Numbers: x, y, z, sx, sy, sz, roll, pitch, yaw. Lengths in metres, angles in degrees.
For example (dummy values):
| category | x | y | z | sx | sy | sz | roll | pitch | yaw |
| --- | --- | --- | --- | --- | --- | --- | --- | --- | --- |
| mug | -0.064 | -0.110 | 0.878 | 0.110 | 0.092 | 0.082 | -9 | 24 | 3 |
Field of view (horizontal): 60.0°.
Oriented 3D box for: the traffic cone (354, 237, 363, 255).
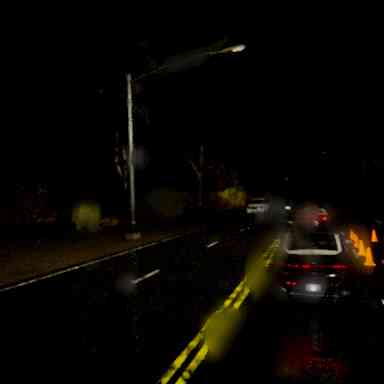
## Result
| category | x | y | z | sx | sy | sz | roll | pitch | yaw |
| --- | --- | --- | --- | --- | --- | --- | --- | --- | --- |
| traffic cone | 6.718 | 2.177 | 13.167 | 0.340 | 0.580 | 0.340 | -2 | -1 | 21 |

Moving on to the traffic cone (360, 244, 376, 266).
| category | x | y | z | sx | sy | sz | roll | pitch | yaw |
| --- | --- | --- | --- | --- | --- | --- | --- | --- | --- |
| traffic cone | 6.014 | 2.169 | 11.295 | 0.340 | 0.580 | 0.340 | -2 | -1 | 21 |

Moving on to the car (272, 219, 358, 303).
| category | x | y | z | sx | sy | sz | roll | pitch | yaw |
| --- | --- | --- | --- | --- | --- | --- | --- | --- | --- |
| car | 3.337 | 1.754 | 9.179 | 1.837 | 1.490 | 4.892 | -3 | -1 | 20 |

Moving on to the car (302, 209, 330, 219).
| category | x | y | z | sx | sy | sz | roll | pitch | yaw |
| --- | --- | --- | --- | --- | --- | --- | --- | --- | --- |
| car | 9.601 | 1.932 | 25.781 | 1.895 | 1.301 | 4.718 | -2 | -1 | 21 |

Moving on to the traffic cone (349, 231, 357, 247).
| category | x | y | z | sx | sy | sz | roll | pitch | yaw |
| --- | --- | --- | --- | --- | --- | --- | --- | --- | --- |
| traffic cone | 7.421 | 2.185 | 15.039 | 0.340 | 0.580 | 0.340 | -2 | -1 | 21 |

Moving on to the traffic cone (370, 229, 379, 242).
| category | x | y | z | sx | sy | sz | roll | pitch | yaw |
| --- | --- | --- | --- | --- | --- | --- | --- | --- | --- |
| traffic cone | 9.060 | 2.158 | 16.560 | 0.340 | 0.580 | 0.340 | -2 | -1 | 21 |

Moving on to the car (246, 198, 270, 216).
| category | x | y | z | sx | sy | sz | roll | pitch | yaw |
| --- | --- | --- | --- | --- | --- | --- | --- | --- | --- |
| car | 8.258 | 1.820 | 41.129 | 2.150 | 2.045 | 5.566 | -2 | -1 | 21 |

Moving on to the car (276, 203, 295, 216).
| category | x | y | z | sx | sy | sz | roll | pitch | yaw |
| --- | --- | --- | --- | --- | --- | --- | --- | --- | --- |
| car | 11.279 | 2.035 | 39.908 | 2.033 | 1.411 | 5.357 | -2 | -1 | 21 |
